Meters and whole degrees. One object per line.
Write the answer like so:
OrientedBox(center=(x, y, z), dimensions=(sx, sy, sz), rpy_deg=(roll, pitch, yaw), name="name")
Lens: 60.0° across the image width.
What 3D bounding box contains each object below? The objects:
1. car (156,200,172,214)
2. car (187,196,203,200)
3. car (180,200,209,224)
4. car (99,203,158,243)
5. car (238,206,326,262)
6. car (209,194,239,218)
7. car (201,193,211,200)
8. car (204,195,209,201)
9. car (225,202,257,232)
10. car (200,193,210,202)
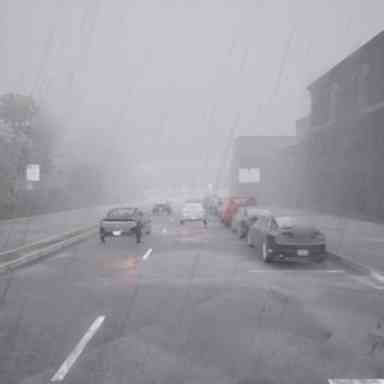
OrientedBox(center=(-3.169, 1.580, 35.824), dimensions=(1.812, 1.442, 4.674), rpy_deg=(0, 0, 0), name="car")
OrientedBox(center=(0.093, 1.566, 41.493), dimensions=(1.837, 1.490, 4.892), rpy_deg=(0, 0, 0), name="car")
OrientedBox(center=(0.096, 1.564, 25.203), dimensions=(1.812, 1.442, 4.674), rpy_deg=(0, 0, 0), name="car")
OrientedBox(center=(-3.152, 1.516, 16.373), dimensions=(2.128, 1.511, 4.902), rpy_deg=(0, 0, 0), name="car")
OrientedBox(center=(3.224, 1.499, 12.077), dimensions=(2.231, 1.521, 4.892), rpy_deg=(0, 0, 0), name="car")
OrientedBox(center=(3.219, 1.406, 34.278), dimensions=(2.185, 1.767, 4.553), rpy_deg=(0, 0, 0), name="car")
OrientedBox(center=(3.214, 1.313, 56.313), dimensions=(2.435, 2.045, 5.566), rpy_deg=(0, 0, 0), name="car")
OrientedBox(center=(3.272, 1.551, 46.892), dimensions=(2.231, 1.521, 4.892), rpy_deg=(0, 0, 1), name="car")
OrientedBox(center=(3.224, 1.507, 17.603), dimensions=(2.231, 1.521, 4.892), rpy_deg=(0, 0, 0), name="car")
OrientedBox(center=(3.206, 1.354, 83.937), dimensions=(2.435, 2.045, 5.566), rpy_deg=(0, 0, 0), name="car")
